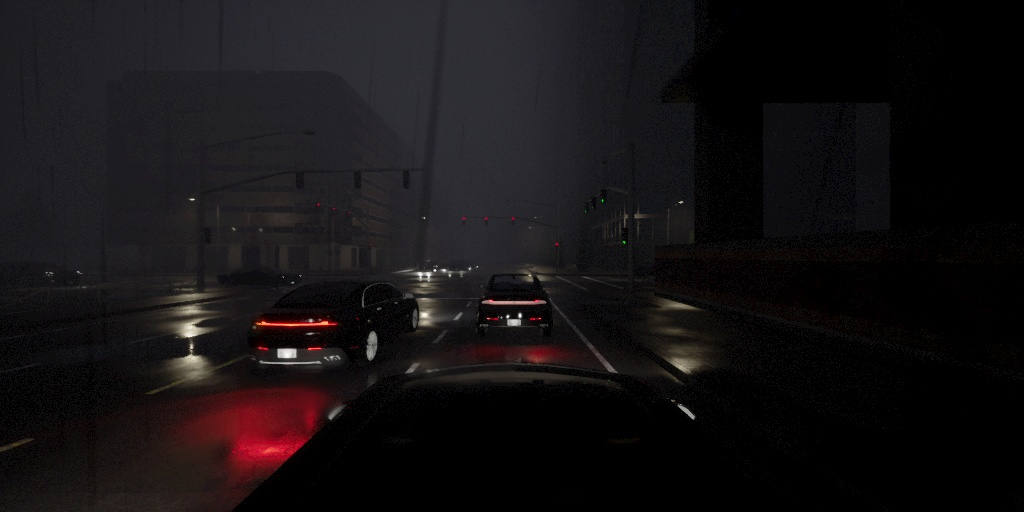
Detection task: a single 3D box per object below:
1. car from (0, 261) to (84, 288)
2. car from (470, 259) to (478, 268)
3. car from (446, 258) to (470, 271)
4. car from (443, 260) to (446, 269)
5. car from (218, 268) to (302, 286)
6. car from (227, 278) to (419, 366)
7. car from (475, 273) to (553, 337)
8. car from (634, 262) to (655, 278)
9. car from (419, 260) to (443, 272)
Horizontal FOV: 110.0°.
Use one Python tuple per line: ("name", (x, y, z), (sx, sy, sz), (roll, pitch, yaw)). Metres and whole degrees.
("car", (-31.328, 1.157, 23.629), (4.553, 1.767, 2.097), (0, 0, 0))
("car", (-7.437, 1.314, 60.327), (1.994, 1.385, 4.181), (0, 0, 1))
("car", (-7.512, 1.228, 50.310), (1.882, 1.535, 5.008), (0, 0, 0))
("car", (-10.979, 1.351, 56.882), (1.895, 1.301, 4.718), (0, 0, 1))
("car", (-16.102, 1.397, 23.107), (4.718, 1.301, 1.895), (0, 0, 9))
("car", (-3.454, 1.255, 7.953), (1.837, 1.490, 4.892), (0, 0, 0))
("car", (0.055, 1.242, 10.274), (2.128, 1.511, 4.902), (0, 0, 0))
("car", (13.932, 1.297, 34.272), (4.902, 1.511, 2.128), (0, 0, 0))
("car", (-11.005, 1.242, 47.538), (2.128, 1.511, 4.902), (0, 0, 0))
